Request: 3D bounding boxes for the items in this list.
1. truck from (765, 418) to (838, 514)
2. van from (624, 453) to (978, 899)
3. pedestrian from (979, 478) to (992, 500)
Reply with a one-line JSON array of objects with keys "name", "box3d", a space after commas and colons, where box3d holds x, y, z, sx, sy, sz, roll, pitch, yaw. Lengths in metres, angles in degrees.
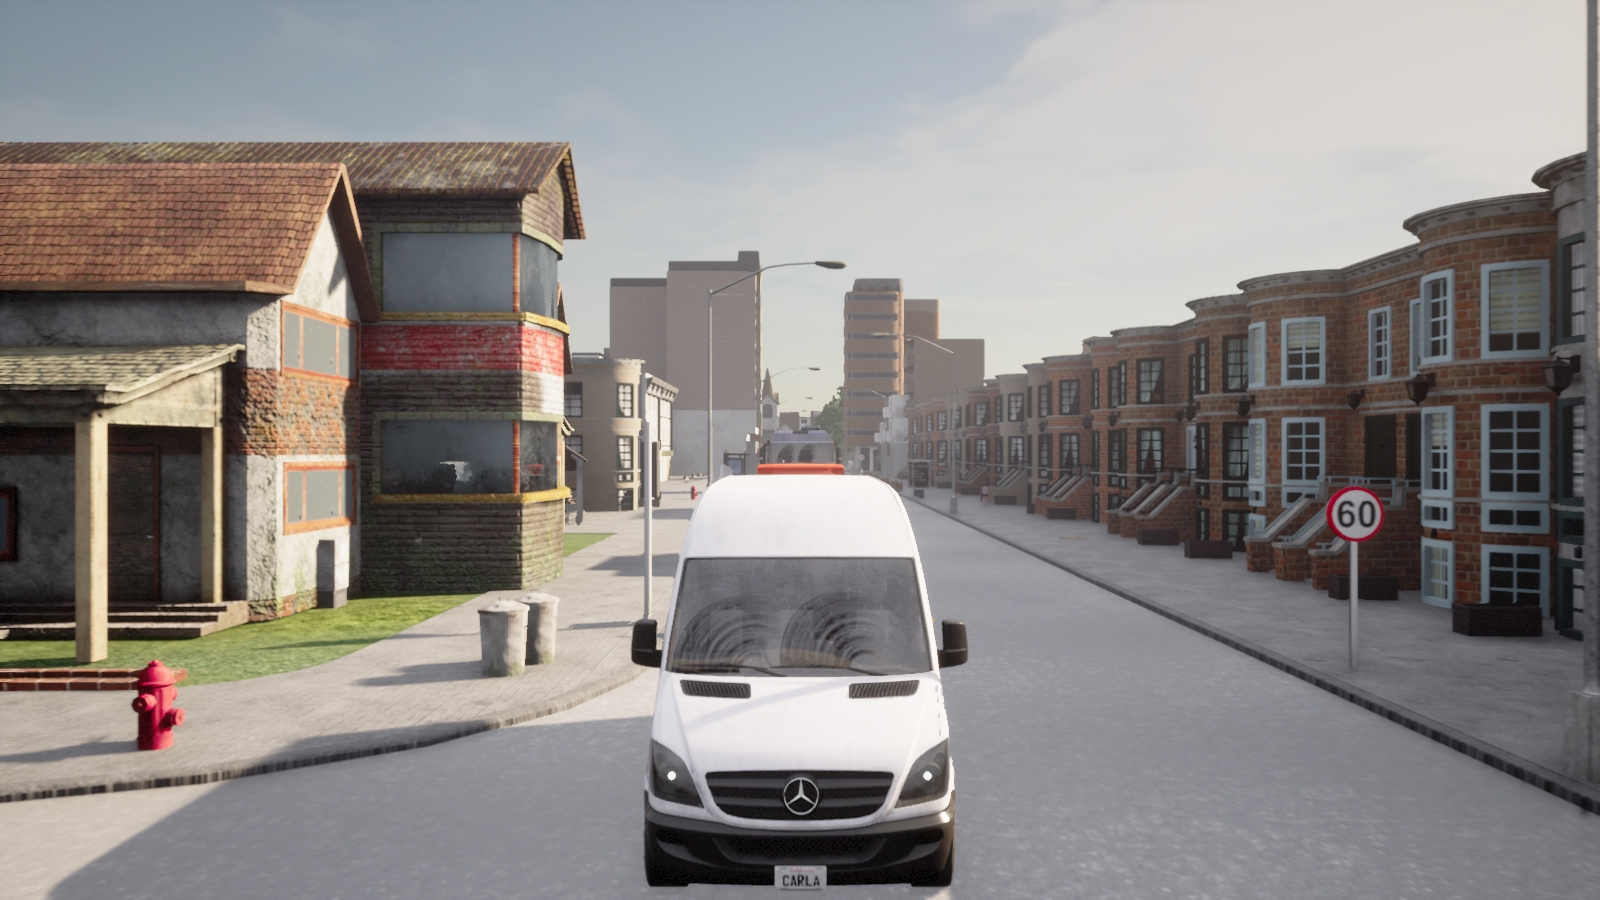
[{"name": "truck", "box3d": [0.030, 0.666, 49.683, 2.891, 3.827, 8.468, 0, -1, 0]}, {"name": "van", "box3d": [0.004, 1.315, 9.372, 1.988, 2.561, 5.915, 0, 0, 0]}, {"name": "pedestrian", "box3d": [9.094, 1.906, 55.974, 0.500, 1.100, 0.500, 0, 0, -7]}]
